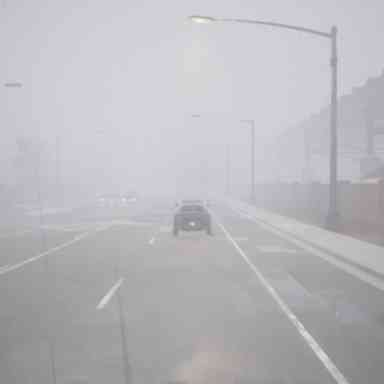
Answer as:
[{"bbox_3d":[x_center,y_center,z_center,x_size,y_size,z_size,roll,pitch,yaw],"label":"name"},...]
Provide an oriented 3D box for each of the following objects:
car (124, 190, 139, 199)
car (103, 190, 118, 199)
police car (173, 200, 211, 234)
[{"bbox_3d":[-10.463,0.360,57.558,1.882,1.535,5.008,0,2,0],"label":"car"},{"bbox_3d":[-13.966,0.412,57.165,1.812,1.442,4.674,0,2,0],"label":"car"},{"bbox_3d":[0.012,1.269,18.183,1.930,1.638,5.238,0,1,0],"label":"police car"}]
